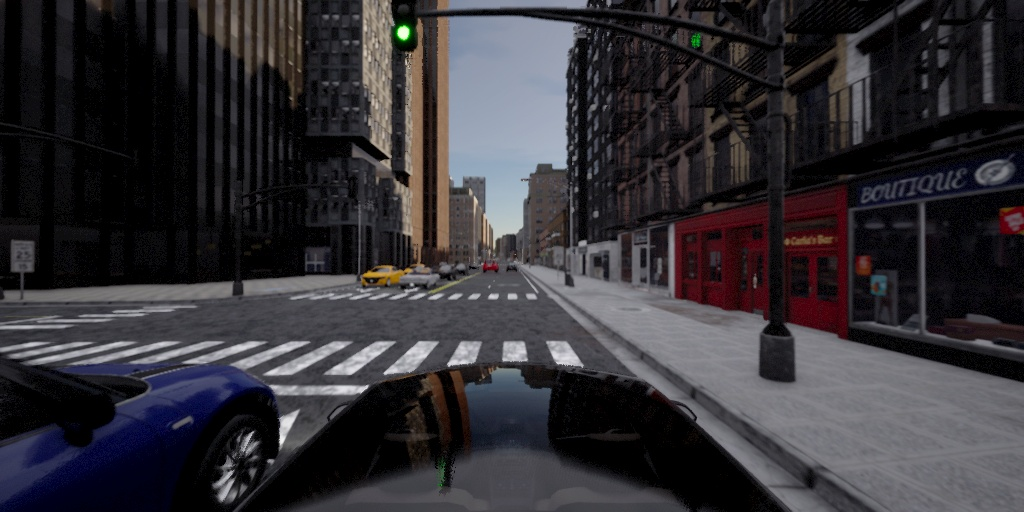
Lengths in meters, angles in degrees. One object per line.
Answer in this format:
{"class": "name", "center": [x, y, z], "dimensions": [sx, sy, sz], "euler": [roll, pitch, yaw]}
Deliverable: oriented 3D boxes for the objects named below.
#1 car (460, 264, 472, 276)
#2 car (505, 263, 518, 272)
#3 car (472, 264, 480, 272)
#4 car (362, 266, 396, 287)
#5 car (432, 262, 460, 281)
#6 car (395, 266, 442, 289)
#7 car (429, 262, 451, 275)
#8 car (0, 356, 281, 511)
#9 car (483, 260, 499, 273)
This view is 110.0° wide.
{"class": "car", "center": [-6.698, 1.740, 46.112], "dimensions": [1.882, 1.535, 5.008], "euler": [0, -1, 0]}
{"class": "car", "center": [-0.042, 1.932, 60.475], "dimensions": [1.837, 1.490, 4.892], "euler": [0, -1, 0]}
{"class": "car", "center": [-6.644, 1.955, 61.628], "dimensions": [1.895, 1.301, 4.718], "euler": [0, -1, 0]}
{"class": "car", "center": [-9.908, 1.527, 27.801], "dimensions": [1.882, 1.535, 5.008], "euler": [0, -1, 0]}
{"class": "car", "center": [-6.680, 1.616, 35.452], "dimensions": [1.882, 1.535, 5.008], "euler": [0, -1, 0]}
{"class": "car", "center": [-6.657, 1.630, 26.051], "dimensions": [1.895, 1.301, 4.718], "euler": [0, -1, 0]}
{"class": "car", "center": [-9.948, 1.659, 49.811], "dimensions": [2.097, 1.767, 4.553], "euler": [0, -1, 0]}
{"class": "car", "center": [-3.145, 1.098, 1.394], "dimensions": [2.097, 1.767, 4.553], "euler": [0, -1, 0]}
{"class": "car", "center": [-3.382, 1.605, 56.697], "dimensions": [2.150, 2.045, 5.566], "euler": [0, -1, 0]}
